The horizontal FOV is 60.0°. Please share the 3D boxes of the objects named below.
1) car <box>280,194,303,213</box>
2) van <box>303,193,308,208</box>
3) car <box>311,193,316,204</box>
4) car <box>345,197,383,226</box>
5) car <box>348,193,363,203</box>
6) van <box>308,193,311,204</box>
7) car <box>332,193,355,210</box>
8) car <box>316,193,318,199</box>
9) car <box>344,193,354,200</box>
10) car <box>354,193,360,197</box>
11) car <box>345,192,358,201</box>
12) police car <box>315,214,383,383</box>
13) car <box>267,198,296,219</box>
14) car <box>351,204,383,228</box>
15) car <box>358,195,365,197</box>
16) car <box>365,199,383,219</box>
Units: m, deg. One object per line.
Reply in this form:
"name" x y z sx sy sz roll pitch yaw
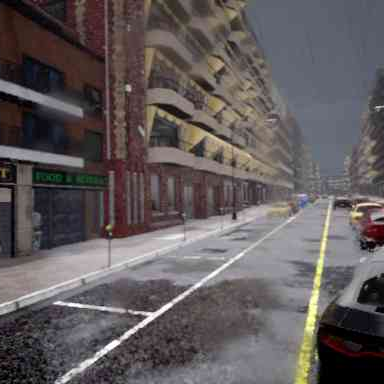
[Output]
"car" 10.018 1.304 34.771 2.192 1.841 5.009 -1 0 23
"van" 14.318 1.289 44.959 1.690 1.788 3.998 -1 0 23
"car" 20.769 1.217 60.246 2.192 1.841 5.009 -1 0 23
"car" 9.876 1.282 18.706 1.801 1.575 5.366 -2 -1 23
"car" 28.009 1.053 57.124 1.967 1.590 4.097 -1 0 23
"van" 16.468 1.272 50.056 1.690 1.788 3.998 -1 0 23
"car" 17.468 1.246 38.767 1.882 1.535 5.008 -2 -1 23
"car" 22.920 1.204 65.341 2.192 1.841 5.009 -1 0 23
"car" 36.574 1.012 77.524 1.967 1.590 4.097 -1 0 23
"car" 23.702 1.187 46.936 1.887 1.381 4.507 -1 0 23
"car" 32.271 0.904 67.332 2.192 1.841 5.009 -1 0 23
"police car" 3.221 1.350 4.352 1.930 1.638 5.238 -2 -1 38
"car" 7.803 1.537 29.518 1.752 1.417 4.829 -1 0 23
"car" 7.470 1.381 12.999 1.812 1.442 4.674 -2 -1 23
"car" 17.250 1.251 31.650 2.008 1.369 4.403 -1 0 23
"car" 15.099 1.267 26.553 1.887 1.381 4.507 -1 0 23
